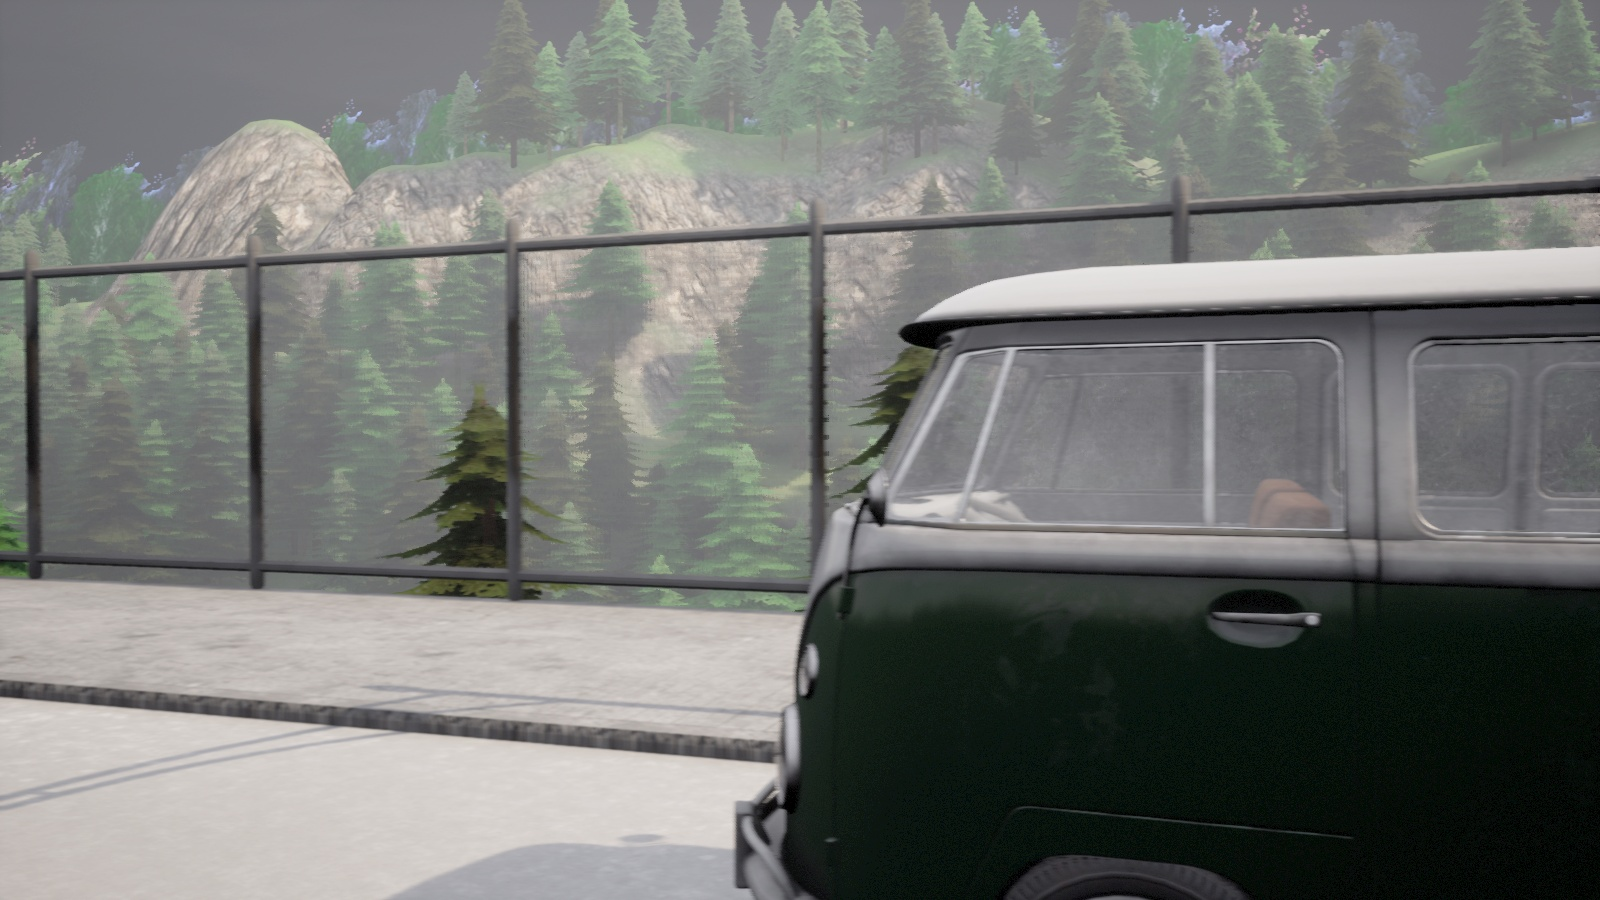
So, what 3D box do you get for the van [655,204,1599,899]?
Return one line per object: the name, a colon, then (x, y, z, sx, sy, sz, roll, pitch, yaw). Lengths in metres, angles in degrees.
van: (2.054, 0.539, 3.024, 4.442, 1.987, 1.775, 1, 1, 19)
